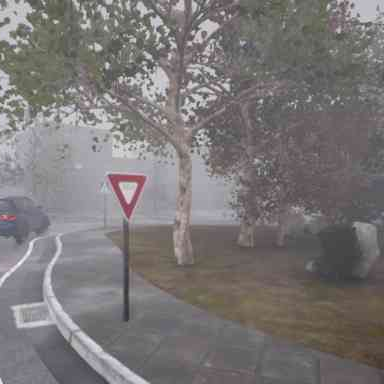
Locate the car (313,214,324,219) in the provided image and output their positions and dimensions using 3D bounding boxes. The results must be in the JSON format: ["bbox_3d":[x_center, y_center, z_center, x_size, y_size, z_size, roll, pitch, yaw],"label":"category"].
[{"bbox_3d":[19.212,3.837,47.625,4.892,1.490,1.837,3,-2,-41],"label":"car"}]

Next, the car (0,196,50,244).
[{"bbox_3d":[-8.548,1.208,15.681,2.150,2.045,5.566,-1,0,-10],"label":"car"}]

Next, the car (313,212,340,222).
[{"bbox_3d":[22.048,4.079,54.460,4.902,1.511,2.128,3,-2,-42],"label":"car"}]

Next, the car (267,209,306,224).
[{"bbox_3d":[11.344,2.930,40.571,5.566,2.045,2.150,5,-3,-41],"label":"car"}]

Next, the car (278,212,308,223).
[{"bbox_3d":[14.537,3.688,47.710,4.674,1.442,1.812,4,-3,-41],"label":"car"}]
